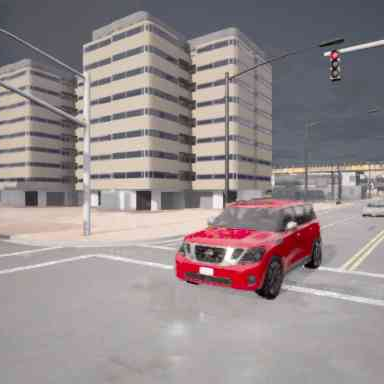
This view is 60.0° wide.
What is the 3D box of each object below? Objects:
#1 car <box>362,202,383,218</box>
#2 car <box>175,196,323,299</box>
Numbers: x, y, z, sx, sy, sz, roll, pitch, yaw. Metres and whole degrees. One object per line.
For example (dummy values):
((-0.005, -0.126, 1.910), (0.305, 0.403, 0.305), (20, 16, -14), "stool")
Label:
((16.407, 1.599, 29.537), (1.895, 1.301, 4.718), (0, 0, 35), "car")
((1.880, 1.250, 8.991), (2.150, 2.045, 5.566), (0, 0, 35), "car")
